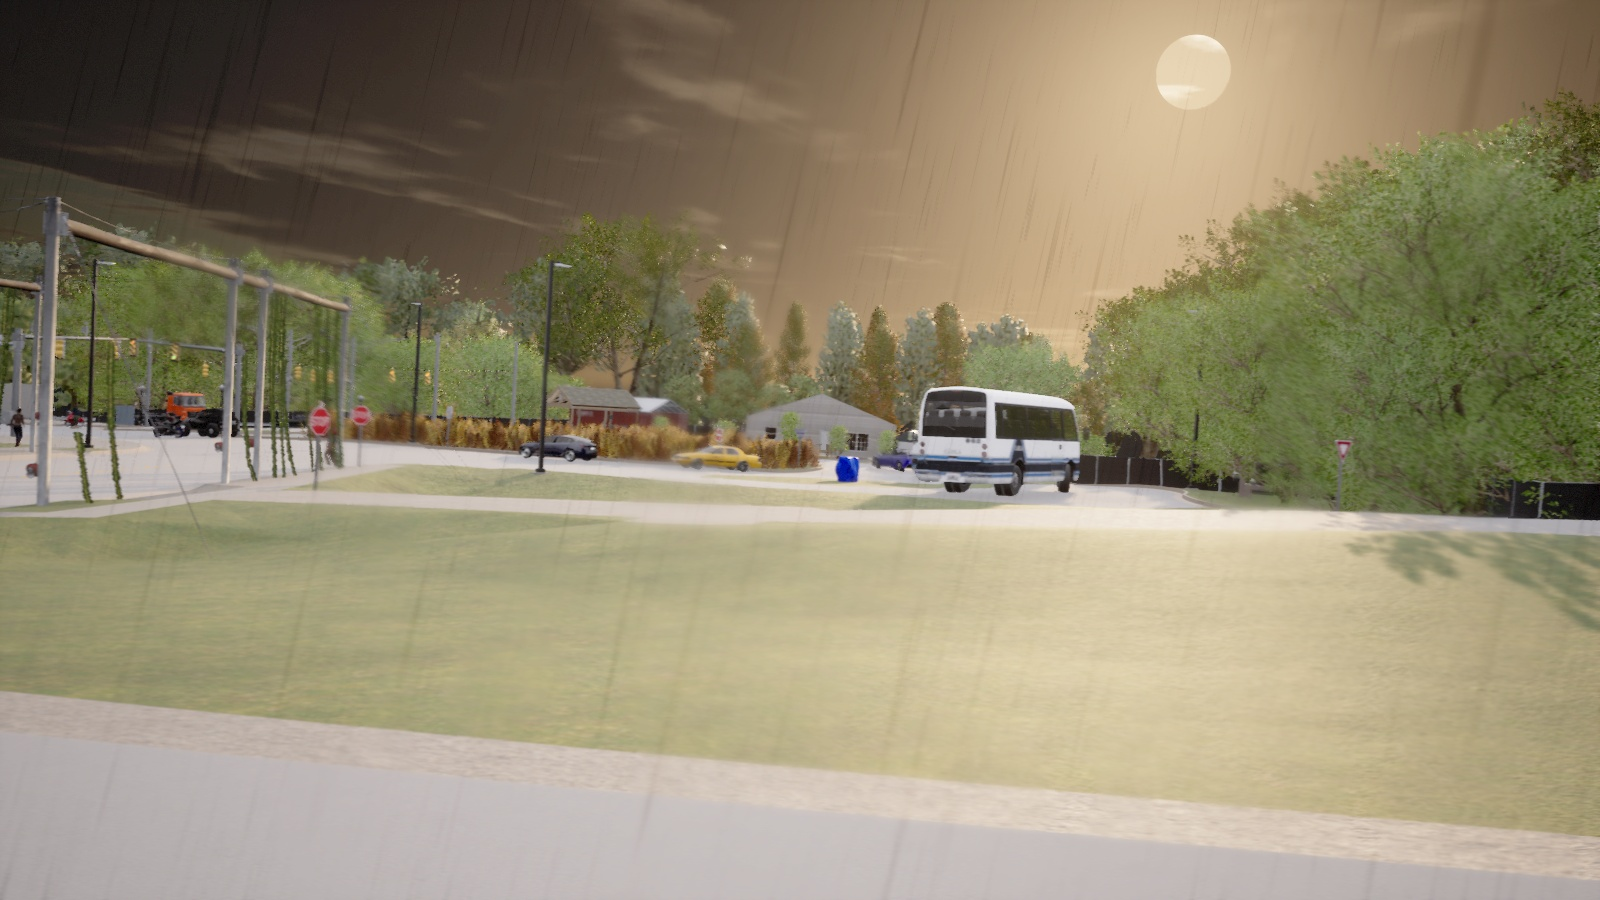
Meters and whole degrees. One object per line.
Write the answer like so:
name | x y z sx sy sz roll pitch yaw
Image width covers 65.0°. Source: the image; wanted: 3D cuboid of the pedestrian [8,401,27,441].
pedestrian | -35.594 -1.336 57.107 0.328 1.805 0.869 4 2 -7

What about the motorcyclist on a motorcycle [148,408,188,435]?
motorcyclist on a motorcycle | -38.771 -1.746 77.050 2.191 1.530 0.866 3 2 17

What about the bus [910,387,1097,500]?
bus | 8.899 -0.238 53.449 3.944 4.253 10.273 3 1 33

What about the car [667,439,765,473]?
car | -4.875 0.359 73.514 5.366 1.575 1.801 4 1 -30

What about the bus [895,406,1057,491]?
bus | 9.605 -0.140 70.302 3.944 4.253 10.273 3 0 -24

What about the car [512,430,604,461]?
car | -14.078 -0.275 72.965 4.792 1.488 2.163 4 2 23

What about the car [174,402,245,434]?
car | -37.942 -2.052 80.696 3.866 1.878 1.905 3 2 20

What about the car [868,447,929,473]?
car | 6.719 0.673 86.245 2.007 1.525 4.514 2 2 -28
